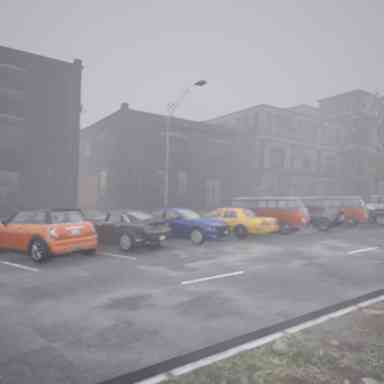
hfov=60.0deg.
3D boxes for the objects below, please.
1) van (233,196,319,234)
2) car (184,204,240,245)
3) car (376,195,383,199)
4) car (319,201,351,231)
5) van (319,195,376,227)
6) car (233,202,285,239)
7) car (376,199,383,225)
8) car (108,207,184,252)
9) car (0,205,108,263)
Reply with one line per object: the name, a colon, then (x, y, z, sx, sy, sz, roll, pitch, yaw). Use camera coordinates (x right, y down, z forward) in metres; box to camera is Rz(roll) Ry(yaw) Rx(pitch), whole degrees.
van: (4.490, 1.256, 18.827, 4.442, 1.987, 1.878, -1, -1, 36)
car: (-0.593, 1.474, 15.507, 5.008, 1.535, 2.097, -1, -1, 35)
car: (14.354, 1.251, 25.628, 5.566, 2.045, 2.435, -1, -1, 36)
car: (6.866, 1.518, 20.591, 4.792, 1.488, 2.163, -1, -1, 36)
van: (9.485, 1.266, 22.196, 4.442, 1.987, 1.878, -1, -1, 36)
car: (1.747, 1.478, 17.302, 5.366, 1.575, 1.946, -1, -1, 36)
car: (11.885, 1.497, 23.939, 5.008, 1.535, 2.097, -1, -1, 36)
car: (-3.066, 1.470, 13.776, 4.892, 1.521, 2.231, -1, -1, 35)
car: (-5.538, 1.337, 12.042, 4.553, 1.767, 2.185, -1, -1, 35)
